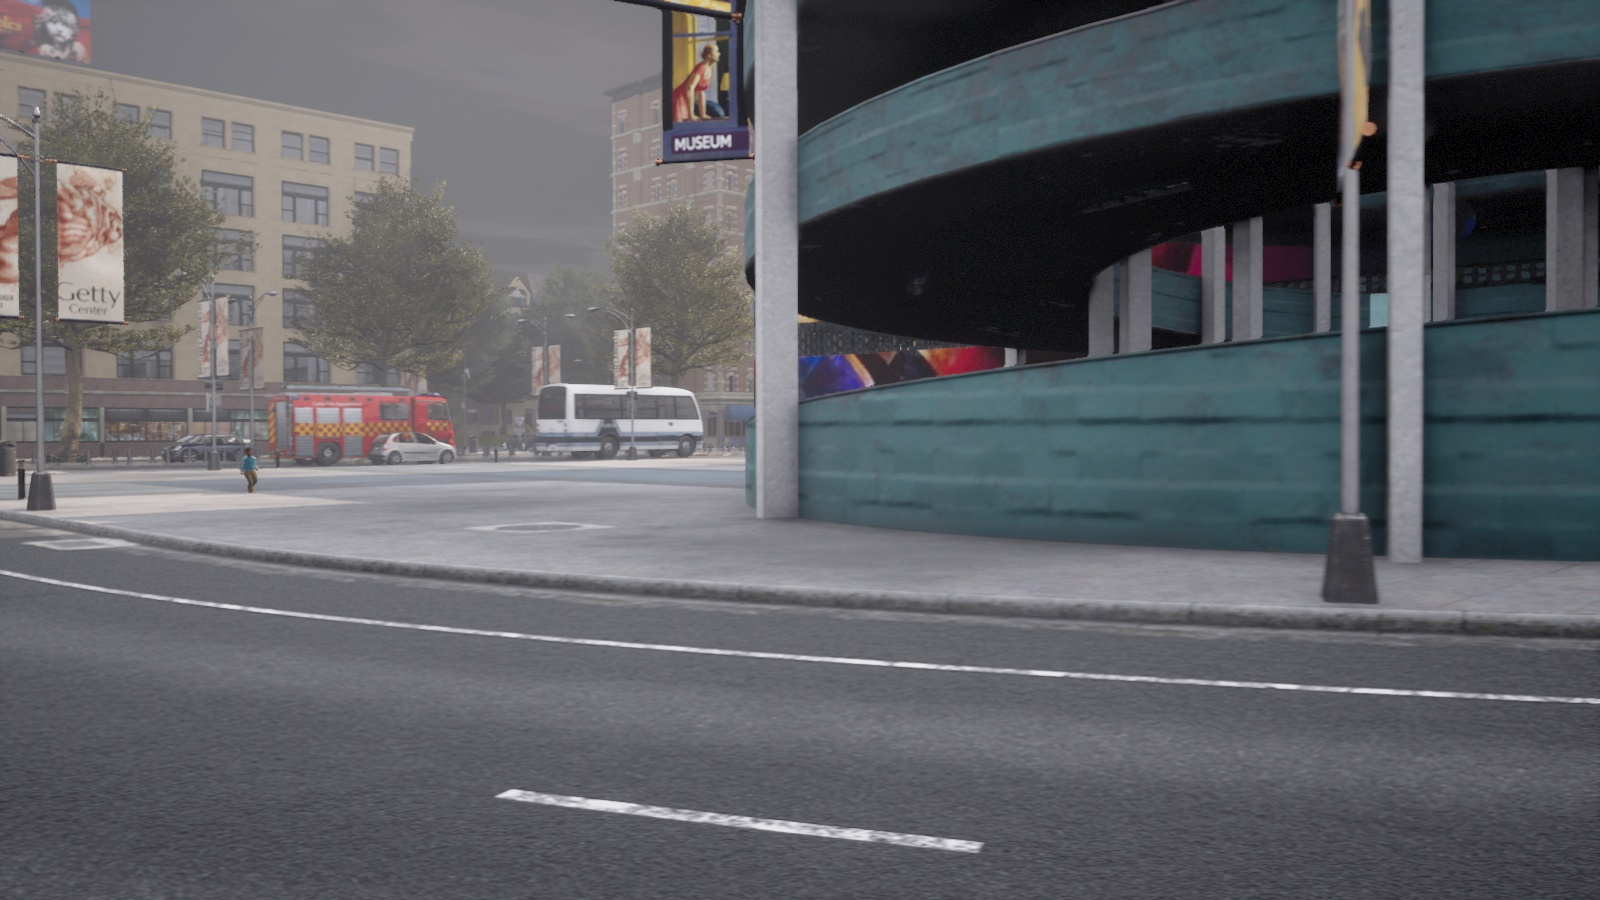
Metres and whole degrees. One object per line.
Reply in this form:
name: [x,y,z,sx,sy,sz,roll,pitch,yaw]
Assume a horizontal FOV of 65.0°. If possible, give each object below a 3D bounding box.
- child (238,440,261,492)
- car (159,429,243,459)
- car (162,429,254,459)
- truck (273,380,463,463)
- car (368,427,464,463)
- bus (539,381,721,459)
child: [-12.928,0.365,29.472,0.448,1.192,0.343,1,1,43]
car: [-32.104,-0.343,67.329,3.705,1.549,1.789,-1,1,-45]
car: [-30.255,-0.302,64.203,1.970,1.475,3.806,1,1,45]
truck: [-21.182,-1.361,62.037,2.891,3.827,8.468,1,1,45]
car: [-18.317,-0.257,59.975,1.851,1.617,3.988,1,1,45]
bus: [-9.792,-1.702,73.518,10.273,4.253,3.944,-1,1,-45]
